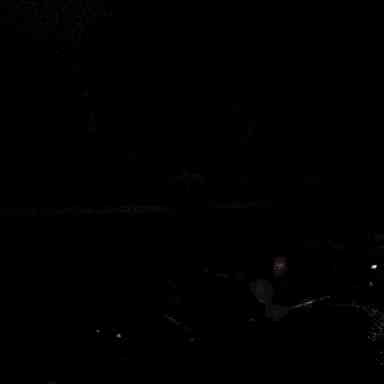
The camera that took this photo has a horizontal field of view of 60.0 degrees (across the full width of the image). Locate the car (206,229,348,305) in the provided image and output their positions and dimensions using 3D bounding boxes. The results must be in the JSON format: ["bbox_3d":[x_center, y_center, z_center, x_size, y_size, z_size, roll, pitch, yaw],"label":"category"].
[{"bbox_3d":[2.123,1.602,8.063,4.206,1.307,1.802,0,0,-35],"label":"car"}]

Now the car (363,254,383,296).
[{"bbox_3d":[5.697,1.591,7.430,4.181,1.385,1.994,0,0,-35],"label":"car"}]

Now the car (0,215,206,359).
[{"bbox_3d":[-2.505,1.317,4.768,5.009,1.841,2.192,0,0,-35],"label":"car"}]
